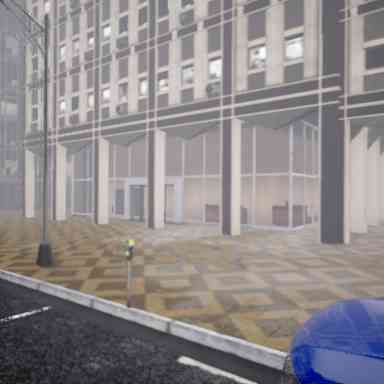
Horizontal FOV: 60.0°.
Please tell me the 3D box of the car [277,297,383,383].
[{"bbox_3d":[3.018,1.233,1.151,5.566,2.045,2.150,0,0,37],"label":"car"}]
